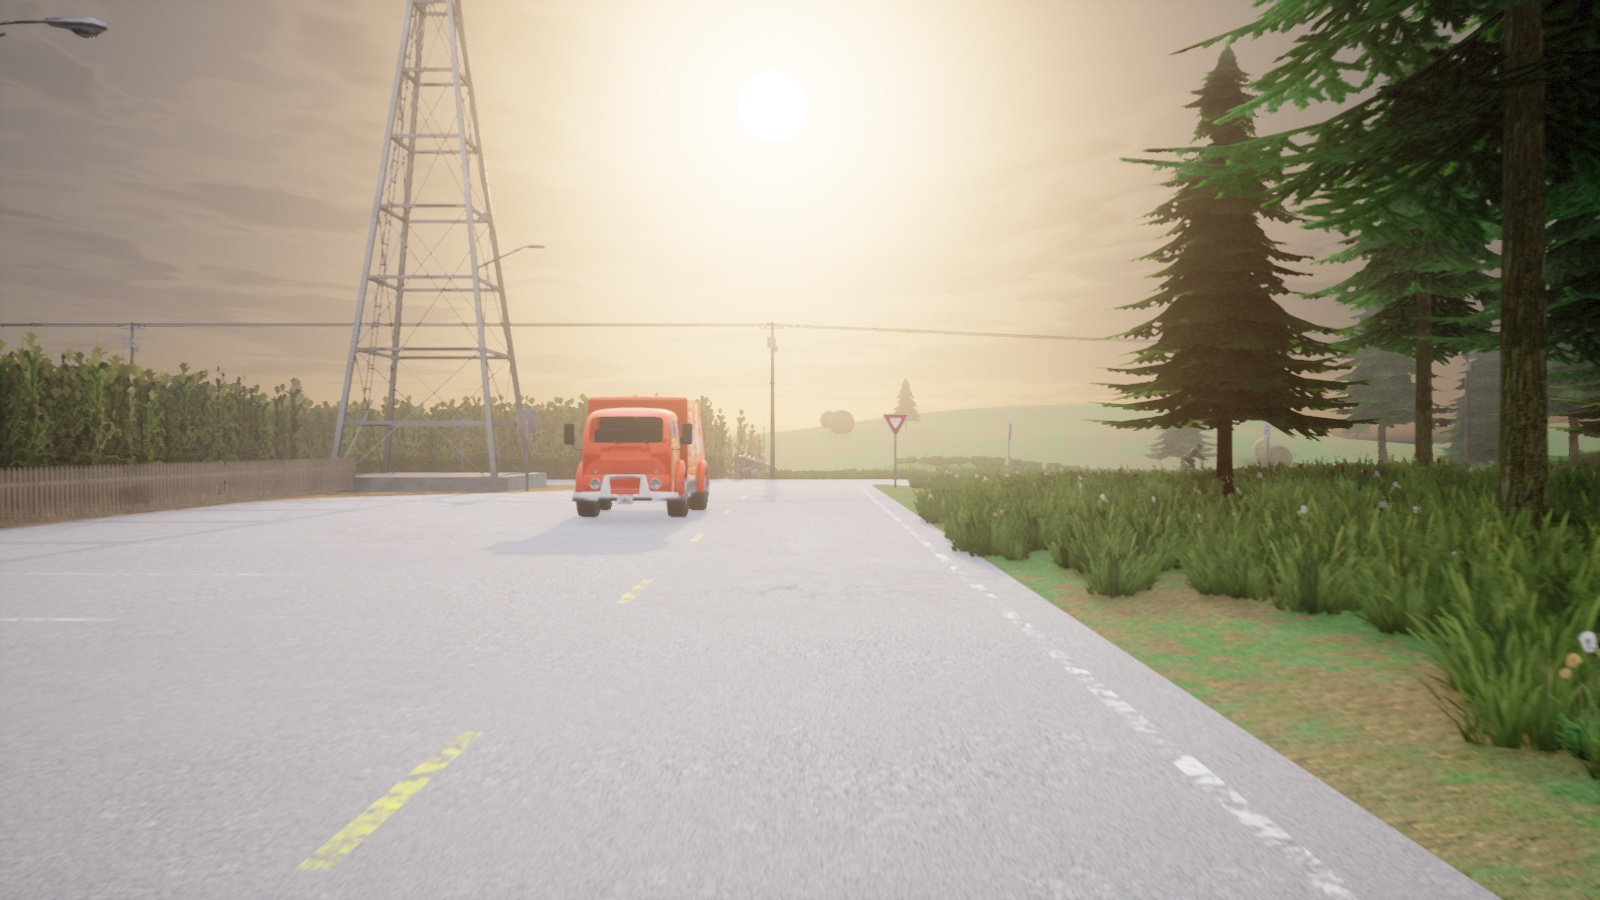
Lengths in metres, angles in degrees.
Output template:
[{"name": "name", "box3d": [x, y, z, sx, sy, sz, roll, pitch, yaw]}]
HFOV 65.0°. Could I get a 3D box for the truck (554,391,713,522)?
[{"name": "truck", "box3d": [-3.334, 0.108, 26.441, 2.627, 2.467, 5.204, 0, 0, 0]}]
